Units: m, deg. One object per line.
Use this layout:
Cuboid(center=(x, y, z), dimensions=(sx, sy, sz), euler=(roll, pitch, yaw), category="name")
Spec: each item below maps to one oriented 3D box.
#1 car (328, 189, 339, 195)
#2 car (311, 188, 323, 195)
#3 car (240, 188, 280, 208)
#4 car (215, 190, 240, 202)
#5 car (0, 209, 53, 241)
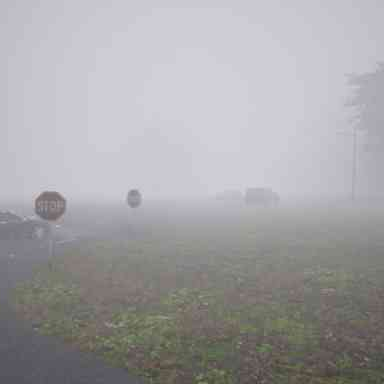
Cuboid(center=(32.887, 0.000, 77.308), dimensions=(1.812, 1.442, 4.674), euler=(2, 2, 31), category="car")
Cuboid(center=(30.184, -0.175, 80.080), dimensions=(1.882, 1.535, 5.008), euler=(2, 2, 36), category="car")
Cuboid(center=(7.831, 0.565, 36.840), dimensions=(2.150, 2.045, 5.566), euler=(2, 3, 36), category="car")
Cuboid(center=(4.894, 0.543, 44.771), dimensions=(1.882, 1.535, 5.008), euler=(2, 4, 36), category="car")
Cuboid(center=(-8.431, 1.446, 14.162), dimensions=(1.837, 1.490, 4.892), euler=(2, 2, 36), category="car")
